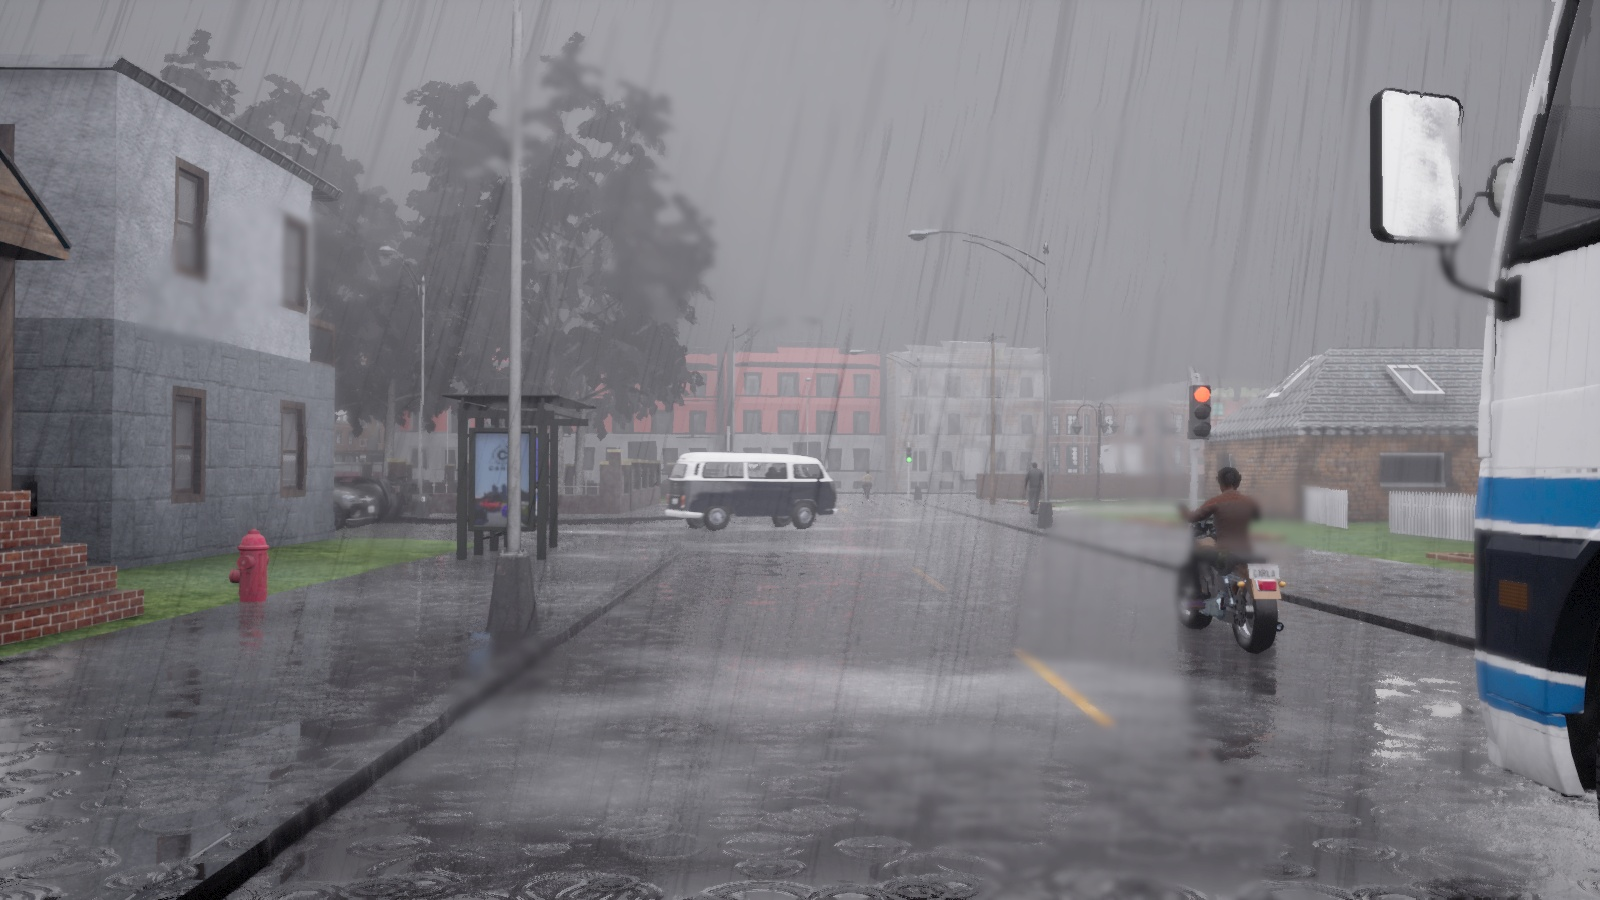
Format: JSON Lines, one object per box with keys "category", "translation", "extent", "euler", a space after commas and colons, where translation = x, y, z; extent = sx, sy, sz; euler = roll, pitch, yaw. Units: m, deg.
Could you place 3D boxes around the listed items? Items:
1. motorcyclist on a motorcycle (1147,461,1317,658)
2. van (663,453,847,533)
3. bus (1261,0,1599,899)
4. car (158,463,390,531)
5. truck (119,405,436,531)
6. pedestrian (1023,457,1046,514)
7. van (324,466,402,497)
{"category": "motorcyclist on a motorcycle", "translation": [3.954, 0.946, 11.733], "extent": [0.766, 1.649, 2.350], "euler": [0, -1, 0]}
{"category": "van", "translation": [-1.199, 1.106, 33.611], "extent": [4.480, 2.038, 2.069], "euler": [0, 0, -23]}
{"category": "bus", "translation": [3.998, -0.572, 0.333], "extent": [3.944, 4.253, 10.273], "euler": [0, -1, 0]}
{"category": "car", "translation": [-13.309, 1.183, 32.023], "extent": [5.027, 1.651, 2.152], "euler": [0, -1, 0]}
{"category": "truck", "translation": [-14.878, 0.500, 36.276], "extent": [7.936, 3.462, 2.891], "euler": [0, -1, -4]}
{"category": "pedestrian", "translation": [7.887, 1.196, 42.265], "extent": [0.563, 1.883, 0.849], "euler": [0, -1, -1]}
{"category": "van", "translation": [-28.225, 2.041, 81.259], "extent": [4.442, 1.987, 1.775], "euler": [0, -1, 0]}
